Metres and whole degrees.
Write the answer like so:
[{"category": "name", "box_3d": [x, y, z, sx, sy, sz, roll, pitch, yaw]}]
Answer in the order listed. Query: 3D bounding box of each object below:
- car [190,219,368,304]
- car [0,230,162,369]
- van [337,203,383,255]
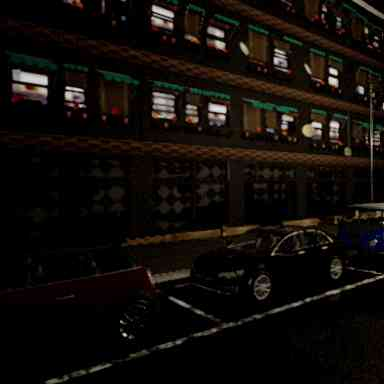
[{"category": "car", "box_3d": [1.989, 1.511, 7.949, 4.403, 1.369, 2.008, 0, 0, -35]}, {"category": "car", "box_3d": [-2.573, 1.437, 4.697, 4.097, 1.590, 1.967, 0, 0, -35]}, {"category": "van", "box_3d": [6.548, 1.264, 11.203, 3.998, 1.788, 1.690, 0, 0, -35]}]
